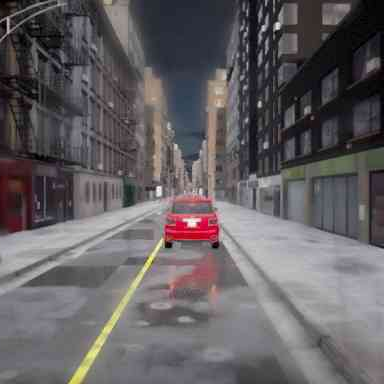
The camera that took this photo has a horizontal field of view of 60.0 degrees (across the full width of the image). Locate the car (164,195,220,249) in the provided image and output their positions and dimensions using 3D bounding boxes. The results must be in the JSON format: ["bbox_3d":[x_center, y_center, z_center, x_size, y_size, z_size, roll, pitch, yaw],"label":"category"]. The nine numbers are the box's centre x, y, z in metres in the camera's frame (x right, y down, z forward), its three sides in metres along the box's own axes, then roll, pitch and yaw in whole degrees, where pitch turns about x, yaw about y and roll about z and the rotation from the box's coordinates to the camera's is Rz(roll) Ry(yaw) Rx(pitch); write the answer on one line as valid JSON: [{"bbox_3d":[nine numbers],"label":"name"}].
[{"bbox_3d":[0.000,1.252,14.680,2.150,2.045,5.566,0,0,0],"label":"car"}]

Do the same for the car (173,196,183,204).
[{"bbox_3d":[-2.749,1.515,65.651,1.812,1.442,4.674,0,0,0],"label":"car"}]

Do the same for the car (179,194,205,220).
[{"bbox_3d":[0.000,1.245,29.680,2.150,2.045,5.566,0,0,0],"label":"car"}]
